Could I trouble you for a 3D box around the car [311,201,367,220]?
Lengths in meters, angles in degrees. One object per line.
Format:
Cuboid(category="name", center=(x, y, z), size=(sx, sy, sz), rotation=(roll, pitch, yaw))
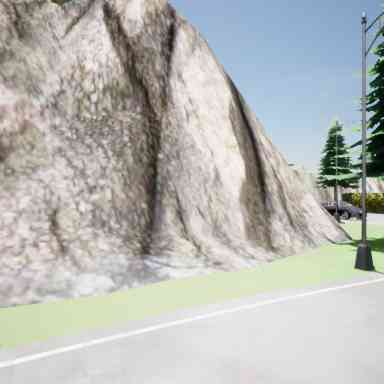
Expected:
Cuboid(category="car", center=(12.383, 1.492, 28.311), size=(2.128, 1.511, 4.902), rotation=(0, 0, -26))
